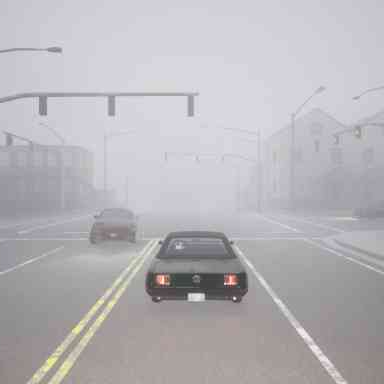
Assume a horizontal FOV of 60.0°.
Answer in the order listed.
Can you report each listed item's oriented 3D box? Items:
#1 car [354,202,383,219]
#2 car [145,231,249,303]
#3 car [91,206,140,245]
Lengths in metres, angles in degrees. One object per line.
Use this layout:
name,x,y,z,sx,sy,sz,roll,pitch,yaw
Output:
car,16.029,1.564,28.152,4.181,1.385,1.994,0,0,0
car,0.103,1.601,8.187,1.895,1.301,4.718,0,0,0
car,-3.549,1.477,15.947,1.882,1.535,5.008,1,0,-9
